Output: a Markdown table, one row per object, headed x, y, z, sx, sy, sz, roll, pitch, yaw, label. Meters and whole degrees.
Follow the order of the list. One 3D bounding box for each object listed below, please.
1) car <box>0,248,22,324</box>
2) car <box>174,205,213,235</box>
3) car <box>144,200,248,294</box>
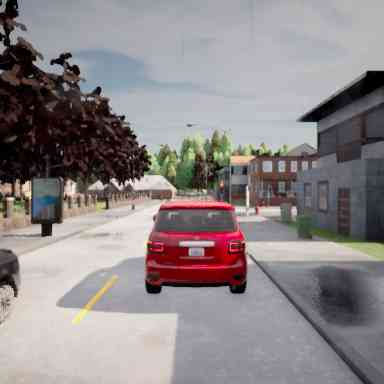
| x | y | z | sx | sy | sz | roll | pitch | yaw | label |
| --- | --- | --- | --- | --- | --- | --- | --- | --- | --- |
| -4.103 | 1.491 | 4.273 | 2.128 | 1.511 | 4.902 | 0 | 0 | 0 | car |
| 0.065 | 1.556 | 19.289 | 1.994 | 1.385 | 4.181 | 0 | 0 | 0 | car |
| 0.079 | 1.218 | 8.921 | 2.150 | 2.045 | 5.566 | 0 | 0 | 0 | car |
